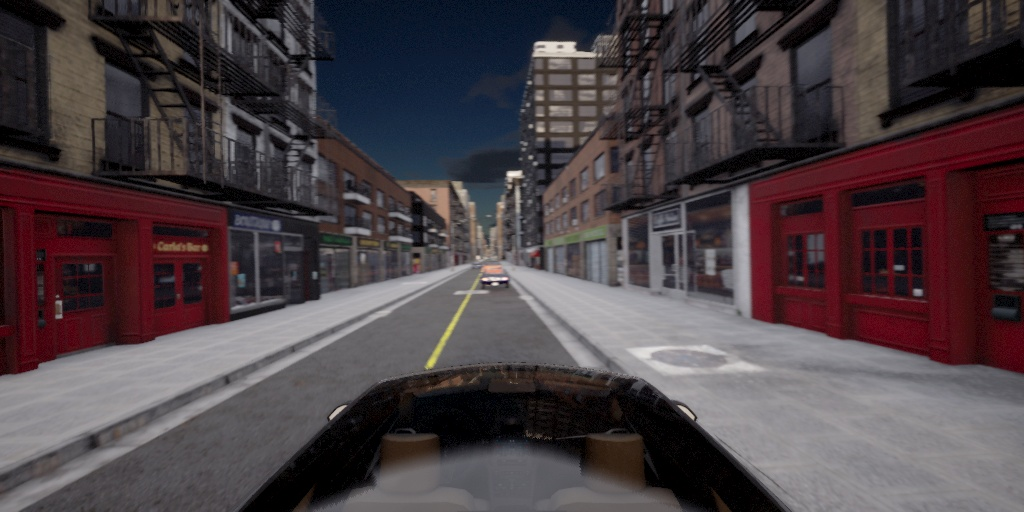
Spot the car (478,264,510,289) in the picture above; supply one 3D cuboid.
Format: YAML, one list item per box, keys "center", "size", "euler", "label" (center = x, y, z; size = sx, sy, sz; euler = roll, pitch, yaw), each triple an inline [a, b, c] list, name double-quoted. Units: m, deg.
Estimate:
- center: [-1.167, 1.470, 24.499]
  size: [1.895, 1.301, 4.718]
  euler: [-1, 0, -3]
  label: "car"

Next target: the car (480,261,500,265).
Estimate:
- center: [-2.036, 1.304, 38.597]
  size: [2.097, 1.767, 4.553]
  euler: [-1, 0, -3]
  label: "car"
